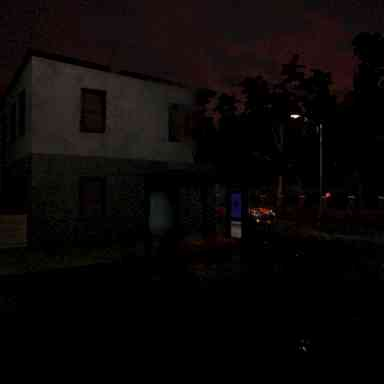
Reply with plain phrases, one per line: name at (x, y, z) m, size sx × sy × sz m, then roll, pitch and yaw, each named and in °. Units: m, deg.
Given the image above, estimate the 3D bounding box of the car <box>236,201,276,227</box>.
car at (3.592, 1.352, 23.021) m, size 2.097 × 1.767 × 4.553 m, roll 0°, pitch 0°, yaw -36°
